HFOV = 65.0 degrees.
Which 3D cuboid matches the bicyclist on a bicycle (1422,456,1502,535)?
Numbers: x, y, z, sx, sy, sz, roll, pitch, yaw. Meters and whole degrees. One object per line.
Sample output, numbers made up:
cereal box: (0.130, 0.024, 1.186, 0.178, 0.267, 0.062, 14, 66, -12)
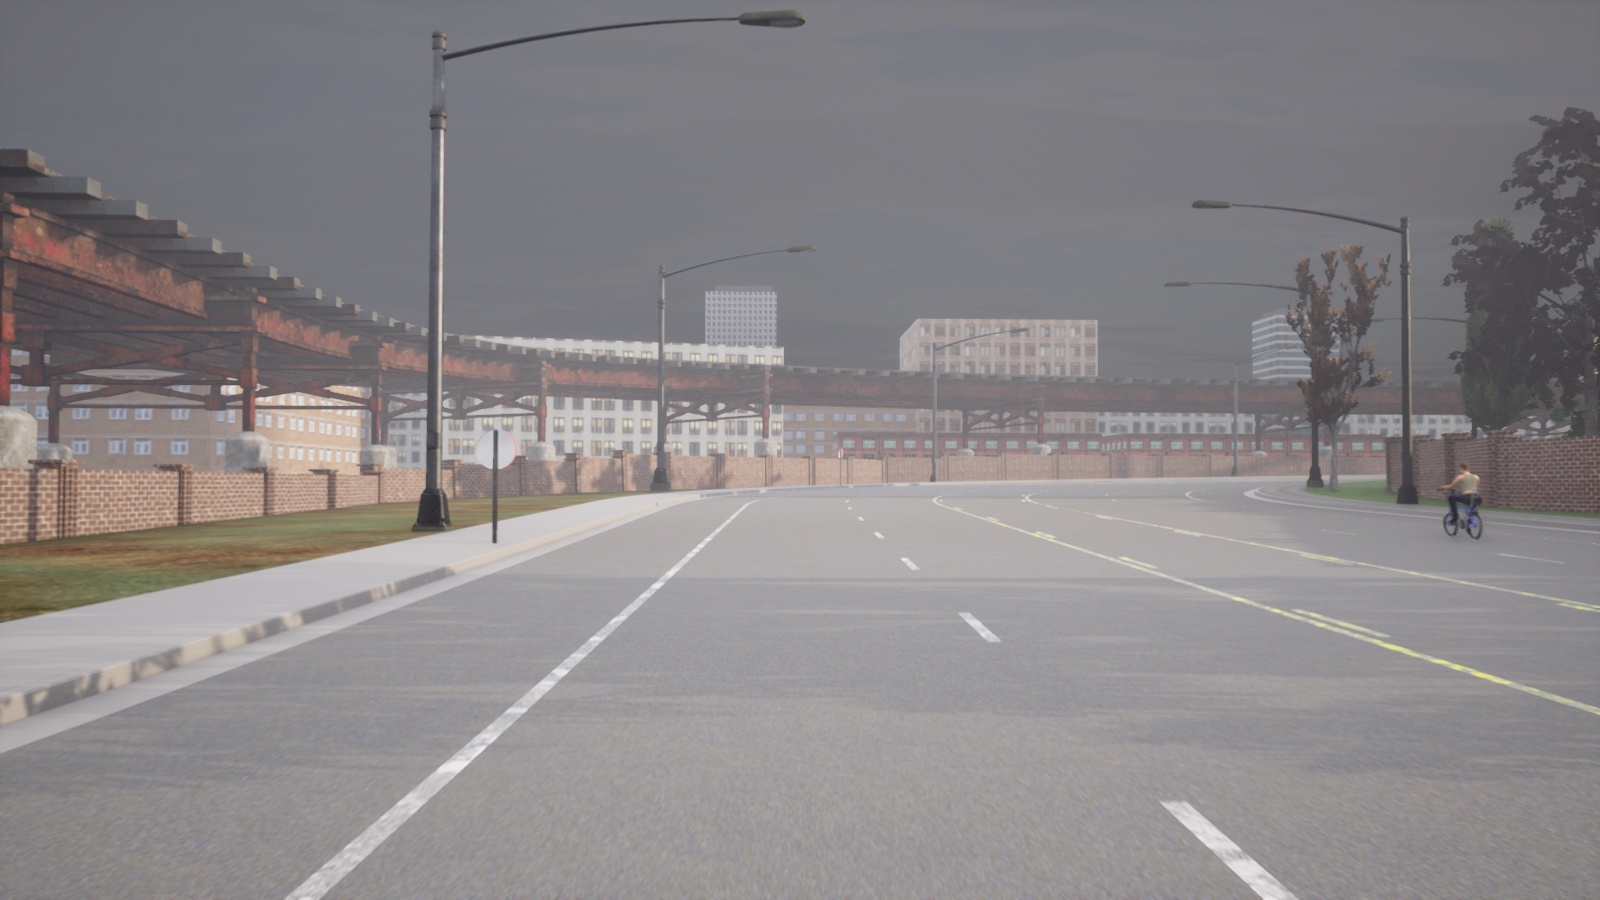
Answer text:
bicyclist on a bicycle: (13.927, 0.941, 26.464, 0.866, 1.612, 1.509, 0, 0, 0)
